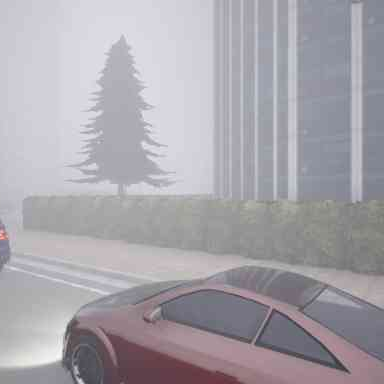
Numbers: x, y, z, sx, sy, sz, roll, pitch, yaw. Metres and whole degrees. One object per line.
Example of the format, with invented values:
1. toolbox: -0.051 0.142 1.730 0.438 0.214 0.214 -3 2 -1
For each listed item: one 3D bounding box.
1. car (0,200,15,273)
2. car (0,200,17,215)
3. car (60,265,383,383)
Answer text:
1. car: -7.160 1.221 9.062 5.566 2.045 2.150 0 0 35
2. car: -20.375 1.560 33.237 1.837 1.490 4.892 0 0 35
3. car: 0.451 1.564 3.671 4.181 1.385 1.994 0 0 35
